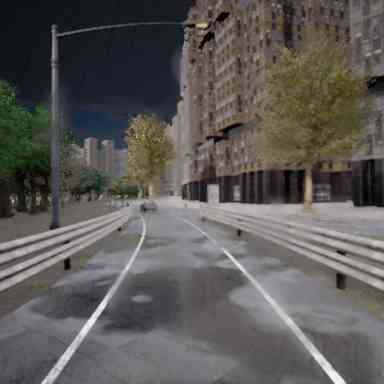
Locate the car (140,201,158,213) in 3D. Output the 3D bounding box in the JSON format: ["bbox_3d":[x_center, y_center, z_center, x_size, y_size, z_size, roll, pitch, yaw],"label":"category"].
[{"bbox_3d":[-5.745,1.928,44.092,2.128,1.511,4.902,-1,0,-16],"label":"car"}]
